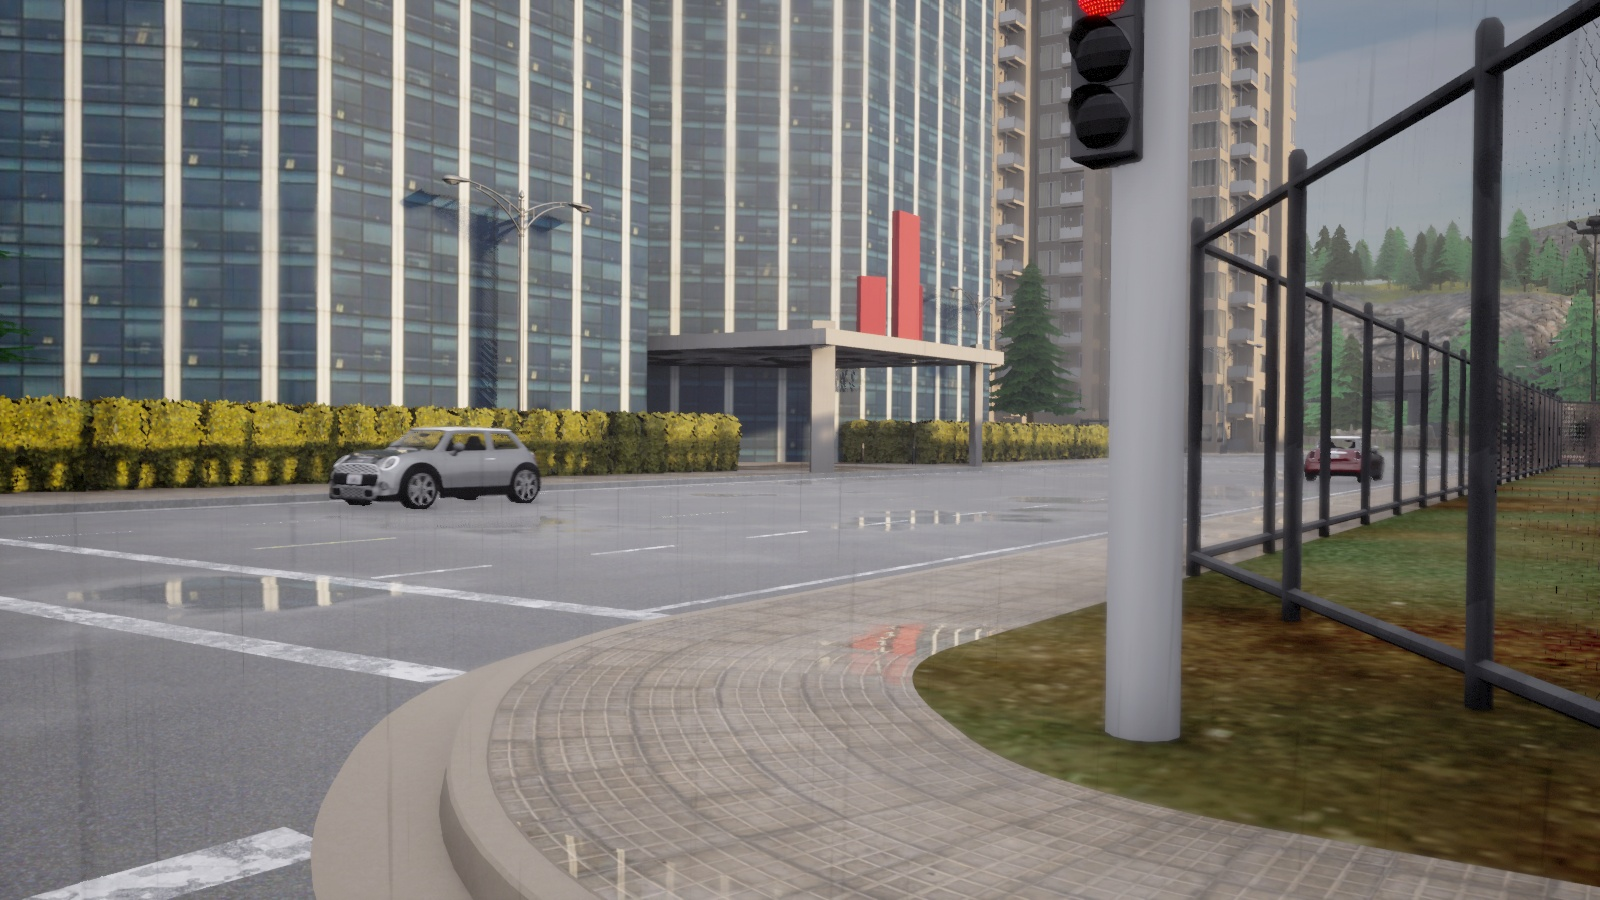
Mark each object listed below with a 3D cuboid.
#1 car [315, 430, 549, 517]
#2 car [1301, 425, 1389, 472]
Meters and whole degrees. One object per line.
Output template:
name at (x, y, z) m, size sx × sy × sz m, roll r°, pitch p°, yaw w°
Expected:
car at (-6.795, 0.382, 23.528) m, size 1.970 × 1.475 × 3.806 m, roll 0°, pitch 1°, yaw 34°
car at (18.058, -0.089, 41.522) m, size 1.970 × 1.475 × 3.806 m, roll 0°, pitch 1°, yaw 34°
